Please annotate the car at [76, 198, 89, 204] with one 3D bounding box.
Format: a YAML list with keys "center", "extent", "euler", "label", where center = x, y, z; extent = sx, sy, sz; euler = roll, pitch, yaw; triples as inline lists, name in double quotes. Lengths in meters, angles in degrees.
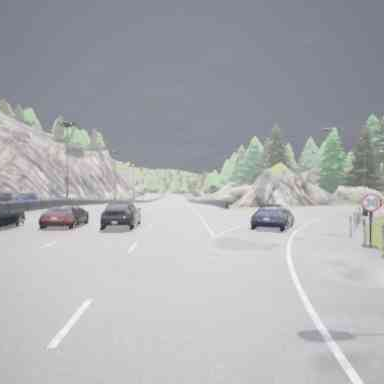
- center: [-27.591, 2.198, 83.938]
  extent: [1.837, 1.490, 4.892]
  euler: [0, -2, -2]
  label: "car"

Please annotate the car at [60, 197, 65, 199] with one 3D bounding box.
- center: [-27.043, 1.817, 68.520]
  extent: [2.033, 1.411, 5.357]
  euler: [0, -2, -2]
  label: "car"

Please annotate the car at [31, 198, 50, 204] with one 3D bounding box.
- center: [-30.497, 1.829, 67.172]
  extent: [1.895, 1.301, 4.718]
  euler: [0, -2, -2]
  label: "car"

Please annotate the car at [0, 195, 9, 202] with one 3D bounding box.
- center: [-22.498, 1.312, 36.563]
  extent: [1.994, 1.385, 4.181]
  euler: [0, 0, -2]
  label: "car"

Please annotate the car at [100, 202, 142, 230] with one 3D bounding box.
- center: [-4.219, 1.378, 20.142]
  extent: [1.837, 1.490, 4.892]
  euler: [0, 0, -2]
  label: "car"

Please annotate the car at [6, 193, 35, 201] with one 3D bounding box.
- center: [-26.529, 1.111, 52.699]
  extent: [2.150, 2.045, 5.566]
  euler: [0, -1, -1]
  label: "car"

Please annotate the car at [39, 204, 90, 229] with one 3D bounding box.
- center: [-7.724, 1.428, 20.467]
  extent: [1.994, 1.385, 4.181]
  euler: [0, 0, -2]
  label: "car"

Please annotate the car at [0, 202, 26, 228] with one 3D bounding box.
- center: [-11.154, 1.464, 18.467]
  extent: [1.895, 1.301, 4.718]
  euler: [0, 0, -2]
  label: "car"

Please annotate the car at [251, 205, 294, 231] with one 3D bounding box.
- center: [4.936, 1.460, 20.118]
  extent: [1.994, 1.385, 4.181]
  euler: [1, 0, 25]
  label: "car"

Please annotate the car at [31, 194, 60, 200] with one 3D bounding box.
- center: [-23.029, 1.458, 52.546]
  extent: [1.994, 1.385, 4.181]
  euler: [0, -1, -2]
  label: "car"

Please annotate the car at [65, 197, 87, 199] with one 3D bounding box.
- center: [-23.515, 1.742, 67.801]
  extent: [1.882, 1.535, 5.008]
  euler: [0, -2, -2]
  label: "car"

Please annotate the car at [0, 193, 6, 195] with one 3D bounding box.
- center: [-29.984, 1.079, 51.678]
  extent: [2.150, 2.045, 5.566]
  euler: [0, -1, -2]
  label: "car"
